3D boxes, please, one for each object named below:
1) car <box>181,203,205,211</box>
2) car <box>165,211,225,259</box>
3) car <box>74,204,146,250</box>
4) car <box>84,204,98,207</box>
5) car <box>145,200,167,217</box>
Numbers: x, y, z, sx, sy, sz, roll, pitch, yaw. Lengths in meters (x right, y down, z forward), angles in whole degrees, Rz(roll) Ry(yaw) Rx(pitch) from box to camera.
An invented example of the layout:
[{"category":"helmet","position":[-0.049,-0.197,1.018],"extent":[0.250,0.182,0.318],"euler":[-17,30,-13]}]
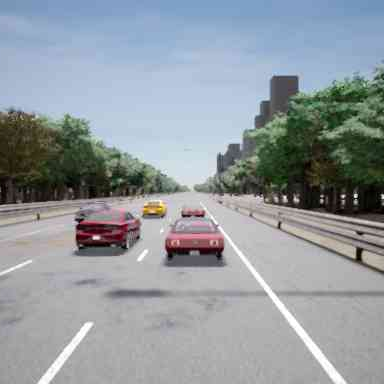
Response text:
[{"category":"car","position":[0.088,1.605,27.782],"extent":[1.895,1.301,4.718],"euler":[0,0,0]},{"category":"car","position":[0.090,1.607,12.532],"extent":[1.895,1.301,4.718],"euler":[0,0,0]},{"category":"car","position":[-3.408,1.484,14.331],"extent":[1.882,1.535,5.008],"euler":[0,0,0]},{"category":"car","position":[-6.918,1.554,24.349],"extent":[2.033,1.411,5.357],"euler":[0,0,0]},{"category":"car","position":[-3.409,1.481,30.935],"extent":[1.882,1.535,5.008],"euler":[0,0,0]}]
